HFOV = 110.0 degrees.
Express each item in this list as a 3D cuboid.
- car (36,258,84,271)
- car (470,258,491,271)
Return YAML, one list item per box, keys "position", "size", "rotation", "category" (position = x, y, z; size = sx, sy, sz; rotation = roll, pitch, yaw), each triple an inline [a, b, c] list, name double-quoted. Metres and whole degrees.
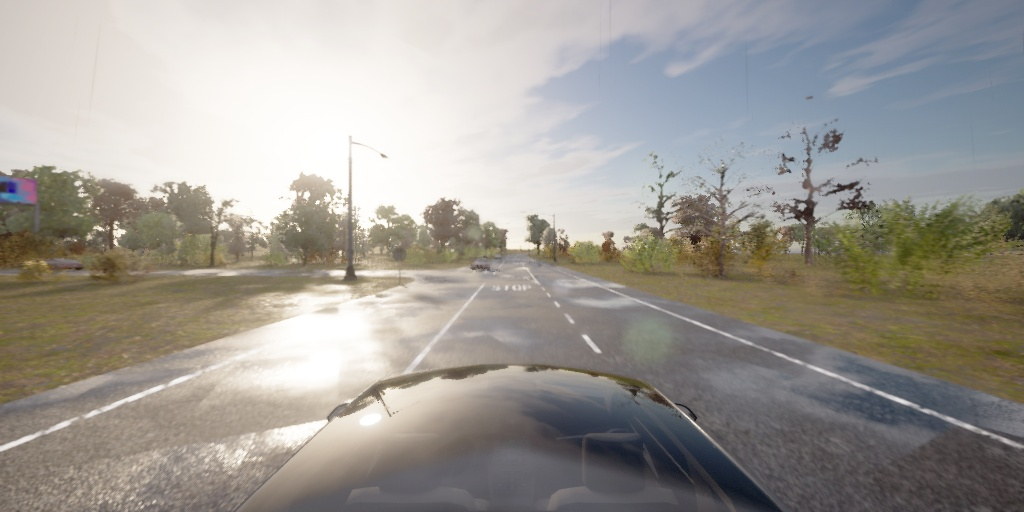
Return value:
- position: [-48.996, 0.939, 38.595]
  size: [4.181, 1.385, 1.994]
  rotation: [0, 0, 2]
  category: "car"
- position: [-3.462, 0.946, 40.211]
  size: [1.994, 1.385, 4.181]
  rotation: [0, 1, 0]
  category: "car"
